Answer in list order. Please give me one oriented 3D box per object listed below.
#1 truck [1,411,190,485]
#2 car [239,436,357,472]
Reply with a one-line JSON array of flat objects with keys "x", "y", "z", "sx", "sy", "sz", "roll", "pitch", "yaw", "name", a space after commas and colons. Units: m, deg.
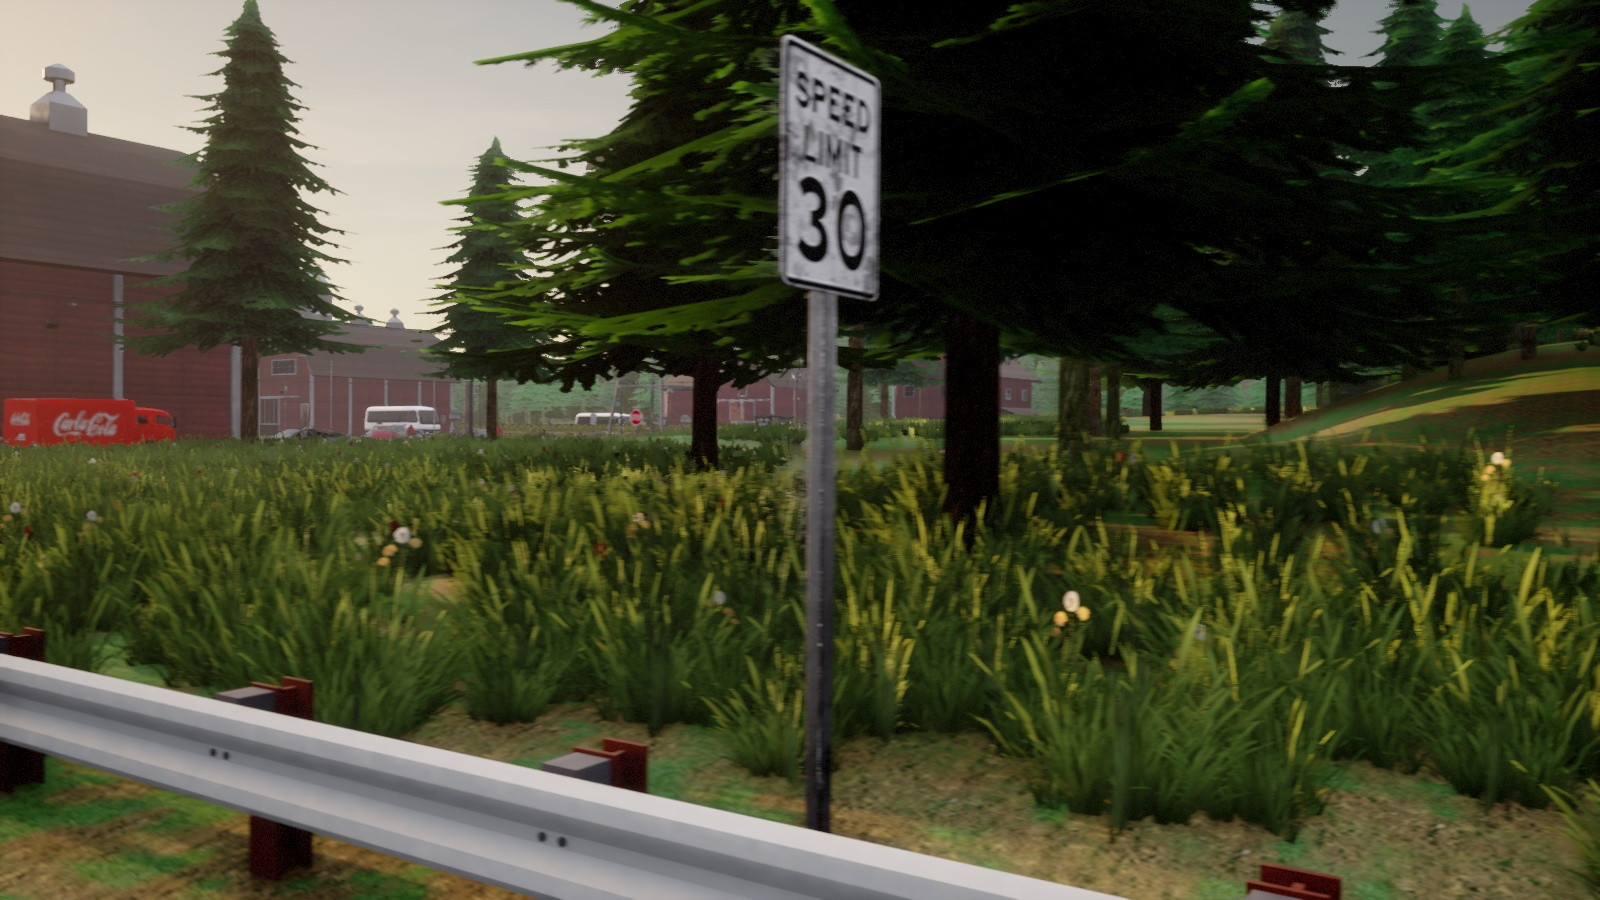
[{"x": -24.962, "y": -0.115, "z": 44.681, "sx": 2.627, "sy": 2.467, "sz": 5.204, "roll": 0, "pitch": 1, "yaw": 33, "name": "truck"}, {"x": -22.149, "y": 0.143, "z": 55.601, "sx": 2.007, "sy": 1.525, "sz": 4.514, "roll": 0, "pitch": 1, "yaw": 33, "name": "car"}]
